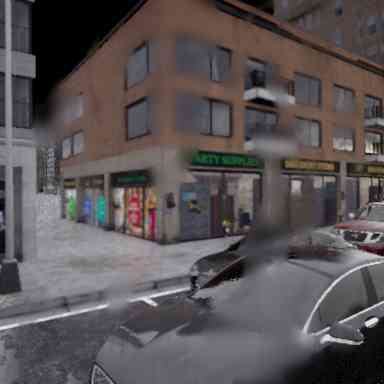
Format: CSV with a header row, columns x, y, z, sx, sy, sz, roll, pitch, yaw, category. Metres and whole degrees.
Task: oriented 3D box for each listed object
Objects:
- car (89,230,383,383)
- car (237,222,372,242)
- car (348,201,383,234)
x,y,z,sx,sy,sz,roll,pitch,yaw,category
1.290,1.485,3.991,4.892,1.490,1.837,0,0,-36,car
1.993,1.526,7.610,4.313,1.339,1.947,0,0,-36,car
6.617,1.237,10.909,5.009,1.841,2.192,0,0,-36,car
